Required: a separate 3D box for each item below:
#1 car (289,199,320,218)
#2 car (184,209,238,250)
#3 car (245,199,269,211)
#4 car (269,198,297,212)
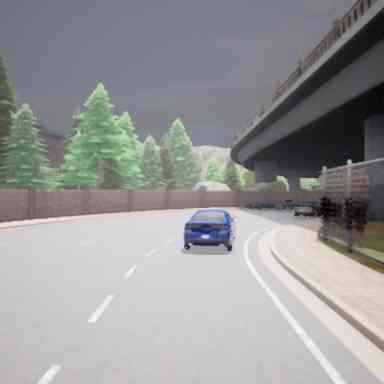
[{"bbox_3d":[11.363,1.601,30.967,4.181,1.385,1.994,0,0,-39],"label":"car"},{"bbox_3d":[0.924,1.495,14.601,1.882,1.535,5.008,0,0,10],"label":"car"},{"bbox_3d":[9.276,1.598,42.389,5.357,1.411,2.033,0,0,-30],"label":"car"},{"bbox_3d":[12.021,1.553,39.797,4.892,1.490,1.837,0,-1,-27],"label":"car"}]
